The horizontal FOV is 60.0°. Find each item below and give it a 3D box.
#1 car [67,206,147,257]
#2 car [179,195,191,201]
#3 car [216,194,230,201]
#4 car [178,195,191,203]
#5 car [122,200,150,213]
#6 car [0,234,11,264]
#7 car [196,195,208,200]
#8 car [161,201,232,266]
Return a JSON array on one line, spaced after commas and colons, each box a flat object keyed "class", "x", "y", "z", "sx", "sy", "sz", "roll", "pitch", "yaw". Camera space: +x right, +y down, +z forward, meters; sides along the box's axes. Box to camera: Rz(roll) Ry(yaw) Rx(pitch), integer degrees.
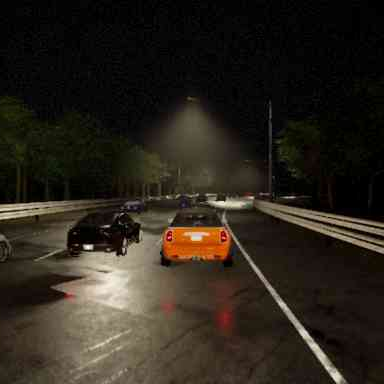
[{"class": "car", "x": -3.209, "y": 1.498, "z": 12.979, "sx": 1.837, "sy": 1.490, "sz": 4.892, "roll": 0, "pitch": 0, "yaw": 2}, {"class": "car", "x": -0.871, "y": 1.518, "z": 46.824, "sx": 1.812, "sy": 1.442, "sz": 4.674, "roll": 0, "pitch": 0, "yaw": 6}, {"class": "car", "x": 6.838, "y": 1.310, "z": 76.696, "sx": 2.097, "sy": 1.767, "sz": 4.553, "roll": 0, "pitch": 0, "yaw": 11}, {"class": "car", "x": -1.523, "y": 1.477, "z": 68.710, "sx": 1.837, "sy": 1.490, "sz": 4.892, "roll": 0, "pitch": 0, "yaw": 9}, {"class": "car", "x": -5.739, "y": 1.533, "z": 33.945, "sx": 2.033, "sy": 1.411, "sz": 5.357, "roll": 0, "pitch": 0, "yaw": 5}, {"class": "car", "x": -6.826, "y": 1.501, "z": 8.856, "sx": 1.812, "sy": 1.442, "sz": 4.674, "roll": 1, "pitch": 0, "yaw": 2}, {"class": "car", "x": 2.176, "y": 1.327, "z": 69.776, "sx": 2.097, "sy": 1.767, "sz": 4.553, "roll": 0, "pitch": 0, "yaw": 9}, {"class": "car", "x": 0.189, "y": 1.351, "z": 11.688, "sx": 2.097, "sy": 1.767, "sz": 4.553, "roll": 0, "pitch": 0, "yaw": 2}]
